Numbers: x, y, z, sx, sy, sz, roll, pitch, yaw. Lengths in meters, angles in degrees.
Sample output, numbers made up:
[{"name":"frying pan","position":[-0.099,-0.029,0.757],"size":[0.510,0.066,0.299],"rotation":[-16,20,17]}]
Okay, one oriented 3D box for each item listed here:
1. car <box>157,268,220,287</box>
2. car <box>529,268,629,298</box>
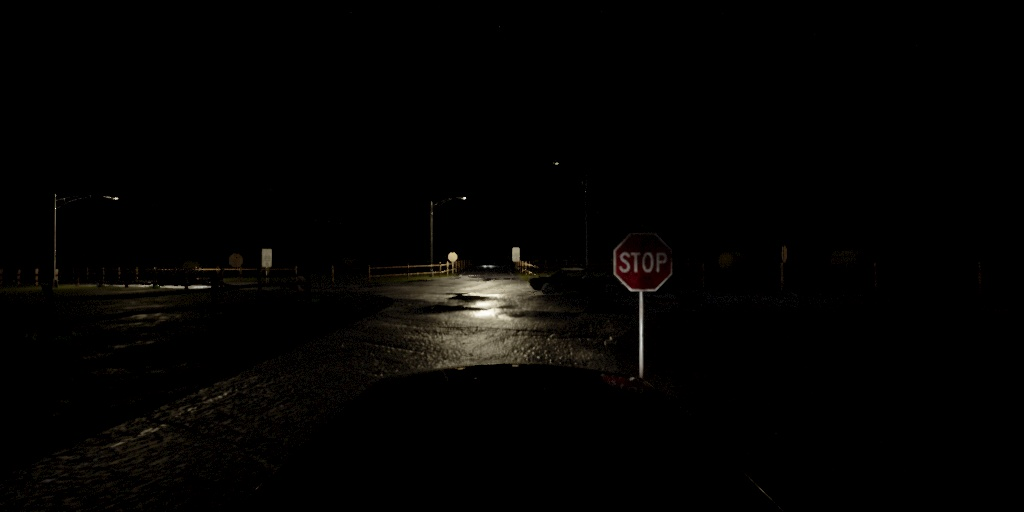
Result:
[{"name":"car","position":[-25.513,1.656,28.333],"size":[5.357,1.411,2.033],"rotation":[-1,-1,21]},{"name":"car","position":[3.318,1.253,17.206],"size":[4.718,1.301,1.895],"rotation":[-1,-1,21]}]
